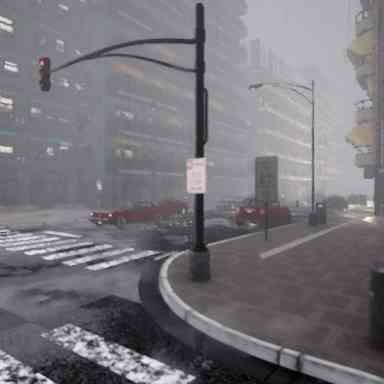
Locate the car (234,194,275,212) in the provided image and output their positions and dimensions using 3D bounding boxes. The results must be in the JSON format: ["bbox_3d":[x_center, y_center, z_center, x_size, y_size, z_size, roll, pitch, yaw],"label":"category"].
[{"bbox_3d":[5.976,0.997,31.470,1.837,1.490,4.892,0,1,36],"label":"car"}]

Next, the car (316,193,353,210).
[{"bbox_3d":[14.075,1.031,32.735,1.947,1.339,4.313,1,1,36],"label":"car"}]

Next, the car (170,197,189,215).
[{"bbox_3d":[-2.067,1.106,24.999,1.887,1.381,4.507,1,1,36],"label":"car"}]

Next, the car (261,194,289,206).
[{"bbox_3d":[10.648,0.964,42.252,1.947,1.339,4.313,1,1,36],"label":"car"}]

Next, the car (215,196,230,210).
[{"bbox_3d":[3.965,1.035,33.103,2.008,1.369,4.403,1,1,36],"label":"car"}]

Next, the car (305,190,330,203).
[{"bbox_3d":[17.786,0.883,47.474,1.837,1.490,4.892,0,1,36],"label":"car"}]

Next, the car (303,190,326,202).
[{"bbox_3d":[20.672,0.588,55.971,2.192,1.841,5.009,1,1,36],"label":"car"}]

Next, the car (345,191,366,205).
[{"bbox_3d":[20.757,0.924,41.883,1.887,1.381,4.507,1,1,36],"label":"car"}]

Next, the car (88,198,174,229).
[{"bbox_3d":[-3.398,1.216,18.619,1.895,1.301,4.718,0,1,35],"label":"car"}]

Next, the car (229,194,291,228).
[{"bbox_3d":[4.143,1.035,18.948,1.967,1.590,4.097,1,1,36],"label":"car"}]
